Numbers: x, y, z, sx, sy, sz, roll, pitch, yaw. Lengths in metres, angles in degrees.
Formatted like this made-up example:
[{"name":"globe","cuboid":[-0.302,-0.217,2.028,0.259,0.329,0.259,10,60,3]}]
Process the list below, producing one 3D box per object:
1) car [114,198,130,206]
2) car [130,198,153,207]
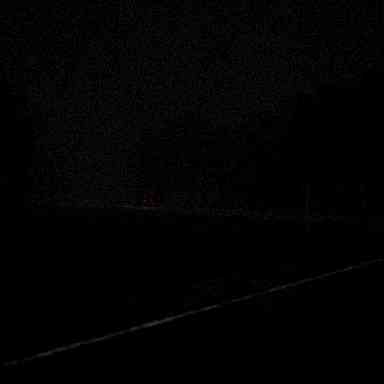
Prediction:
[{"name":"car","cuboid":[-13.073,1.845,62.251,1.882,1.535,5.008,1,-1,-35]},{"name":"car","cuboid":[-8.036,1.749,55.036,1.812,1.442,4.674,1,-1,-34]}]
